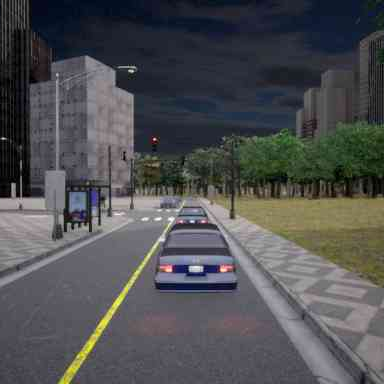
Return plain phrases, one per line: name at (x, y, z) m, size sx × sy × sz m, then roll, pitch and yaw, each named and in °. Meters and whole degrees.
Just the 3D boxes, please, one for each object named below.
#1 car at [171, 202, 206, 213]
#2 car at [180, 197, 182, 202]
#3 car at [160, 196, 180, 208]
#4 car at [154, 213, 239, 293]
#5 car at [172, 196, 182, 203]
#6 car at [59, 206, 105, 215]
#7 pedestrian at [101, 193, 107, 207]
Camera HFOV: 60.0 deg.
car at (0.050, 1.538, 19.322) m, size 2.033 × 1.411 × 5.357 m, roll 0°, pitch 0°, yaw 1°
car at (-3.167, 1.429, 56.255) m, size 2.128 × 1.511 × 4.902 m, roll 0°, pitch 0°, yaw 0°
car at (-3.161, 1.307, 45.951) m, size 2.097 × 1.767 × 4.553 m, roll 0°, pitch 0°, yaw 0°
car at (0.080, 1.545, 8.987) m, size 2.033 × 1.411 × 5.357 m, roll 0°, pitch 0°, yaw 0°
car at (-3.127, 1.477, 69.215) m, size 1.994 × 1.385 × 4.181 m, roll 0°, pitch 0°, yaw 0°
car at (-10.613, 1.490, 31.665) m, size 4.674 × 1.442 × 1.812 m, roll 0°, pitch 0°, yaw 7°
pedestrian at (-10.138, 1.050, 38.174) m, size 0.375 × 1.860 × 0.375 m, roll 0°, pitch 0°, yaw 1°
